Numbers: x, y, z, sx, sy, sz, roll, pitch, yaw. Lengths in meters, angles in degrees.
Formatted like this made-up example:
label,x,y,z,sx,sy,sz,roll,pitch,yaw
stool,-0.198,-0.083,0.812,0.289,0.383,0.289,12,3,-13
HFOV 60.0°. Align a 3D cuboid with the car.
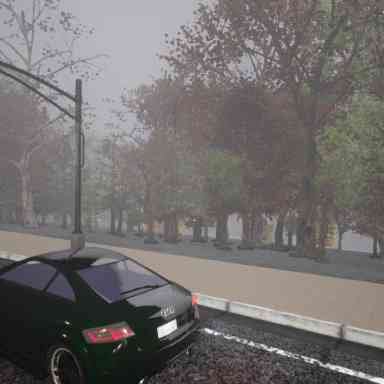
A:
label,x,y,z,sx,sy,sz,roll,pitch,yaw
car,-1.915,1.563,5.055,4.181,1.385,1.994,0,0,36
